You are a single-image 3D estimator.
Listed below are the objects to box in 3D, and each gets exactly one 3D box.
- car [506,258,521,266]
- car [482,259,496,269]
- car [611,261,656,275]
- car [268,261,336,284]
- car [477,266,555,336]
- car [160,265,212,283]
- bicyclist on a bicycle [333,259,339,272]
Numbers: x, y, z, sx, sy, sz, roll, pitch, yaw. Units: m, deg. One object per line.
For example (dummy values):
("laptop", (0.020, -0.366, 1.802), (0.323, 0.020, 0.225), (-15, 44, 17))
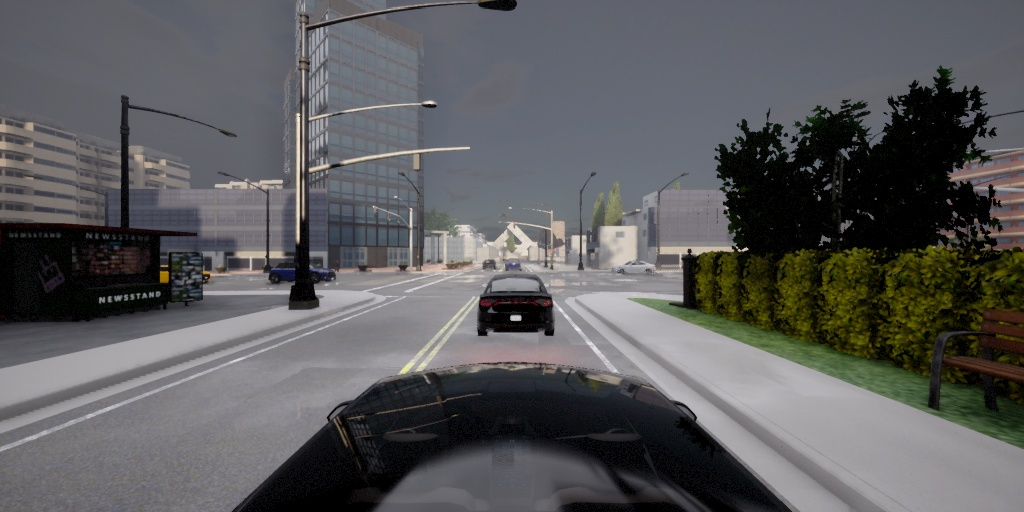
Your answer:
("car", (0.201, 1.101, 49.778), (2.097, 1.767, 4.553), (0, 0, -1))
("car", (-3.380, 1.227, 54.216), (1.882, 1.535, 5.008), (0, 0, 0))
("car", (13.162, 1.265, 38.850), (4.674, 1.442, 1.812), (0, 0, 0))
("car", (-16.286, 1.209, 28.038), (4.553, 1.767, 2.097), (-1, 0, 0))
("car", (0.110, 1.228, 10.434), (1.882, 1.535, 5.008), (0, 0, 1))
("car", (-26.398, 1.454, 28.001), (5.008, 1.535, 1.882), (-1, 0, 0))
("bicyclist on a bicycle", (-21.822, 1.216, 44.493), (0.582, 1.620, 1.656), (-1, 0, 0))
